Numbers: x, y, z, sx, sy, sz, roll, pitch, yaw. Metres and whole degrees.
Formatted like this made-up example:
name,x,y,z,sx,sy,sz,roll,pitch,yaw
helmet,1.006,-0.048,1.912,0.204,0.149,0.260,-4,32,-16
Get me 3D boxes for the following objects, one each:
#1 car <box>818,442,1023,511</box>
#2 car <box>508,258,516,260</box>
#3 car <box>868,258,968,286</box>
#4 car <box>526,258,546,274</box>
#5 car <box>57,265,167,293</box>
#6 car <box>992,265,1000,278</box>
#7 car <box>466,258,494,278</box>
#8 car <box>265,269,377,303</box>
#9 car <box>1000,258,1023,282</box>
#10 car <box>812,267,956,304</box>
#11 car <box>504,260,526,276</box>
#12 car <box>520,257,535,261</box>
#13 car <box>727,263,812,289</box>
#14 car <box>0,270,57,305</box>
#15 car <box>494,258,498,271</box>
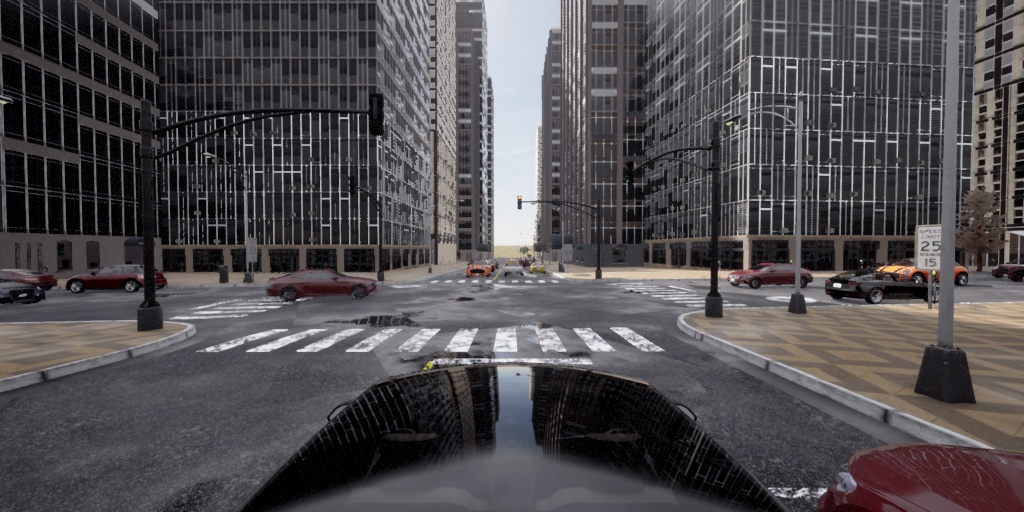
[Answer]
name,x,y,z,sx,sy,sz,roll,pitch,yaw
car,2.692,1.333,0.395,1.802,1.307,4.207,0,0,0
car,-0.024,1.178,65.273,1.882,1.535,5.008,0,0,0
car,25.339,0.904,22.347,4.553,1.767,2.097,0,1,-5
car,2.805,1.254,39.933,1.751,1.417,4.829,0,0,0
car,-22.579,1.216,20.528,4.097,1.591,1.967,0,0,-5
car,37.693,0.864,26.110,4.097,1.591,1.967,0,0,-5
car,-3.112,1.085,34.279,2.097,1.767,4.553,0,0,0
car,-8.891,1.322,17.018,4.674,1.442,1.812,-1,1,-18
car,35.348,0.845,23.267,4.553,1.767,2.097,0,1,-5
car,16.124,1.293,15.693,4.313,1.339,1.948,0,0,-5
car,0.132,1.332,37.492,1.895,1.301,4.718,0,0,-1
car,2.709,1.028,55.015,2.192,1.841,5.009,0,0,0
car,15.392,1.135,21.437,4.674,1.442,1.812,0,1,-5
car,-22.307,1.459,14.718,4.181,1.385,1.994,0,1,-5
car,-3.116,1.203,44.214,1.882,1.535,5.008,0,0,0
